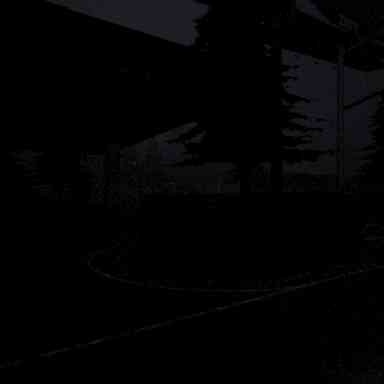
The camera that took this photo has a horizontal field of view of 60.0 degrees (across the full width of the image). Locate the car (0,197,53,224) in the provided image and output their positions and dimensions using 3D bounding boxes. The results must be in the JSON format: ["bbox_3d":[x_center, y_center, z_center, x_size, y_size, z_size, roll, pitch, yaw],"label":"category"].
[{"bbox_3d":[-11.997,1.313,23.462,3.866,1.878,1.905,0,0,-36],"label":"car"}]

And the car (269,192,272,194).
[{"bbox_3d":[6.204,1.050,28.677,2.150,2.045,5.566,0,1,-34],"label":"car"}]
